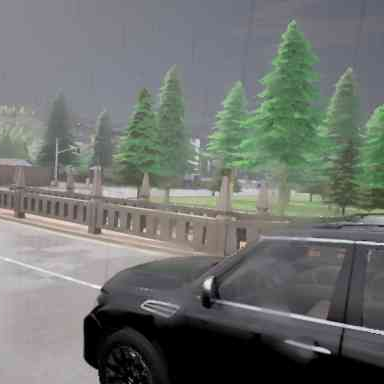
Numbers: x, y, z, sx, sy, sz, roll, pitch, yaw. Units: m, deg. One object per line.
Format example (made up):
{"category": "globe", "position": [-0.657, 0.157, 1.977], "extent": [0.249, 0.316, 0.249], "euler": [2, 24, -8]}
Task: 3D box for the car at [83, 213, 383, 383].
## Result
{"category": "car", "position": [1.441, 1.219, 2.960], "extent": [5.566, 2.045, 2.150], "euler": [0, 0, 35]}
